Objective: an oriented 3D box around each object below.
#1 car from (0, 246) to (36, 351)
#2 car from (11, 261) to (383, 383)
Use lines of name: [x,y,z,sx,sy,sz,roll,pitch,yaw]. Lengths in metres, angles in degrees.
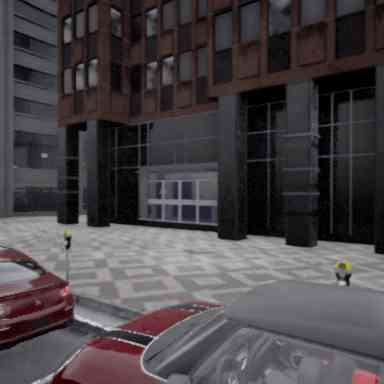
car: [-3.698,1.580,5.600,4.206,1.307,1.802,0,0,36]
car: [0.718,1.440,2.449,4.097,1.590,1.967,0,0,36]
